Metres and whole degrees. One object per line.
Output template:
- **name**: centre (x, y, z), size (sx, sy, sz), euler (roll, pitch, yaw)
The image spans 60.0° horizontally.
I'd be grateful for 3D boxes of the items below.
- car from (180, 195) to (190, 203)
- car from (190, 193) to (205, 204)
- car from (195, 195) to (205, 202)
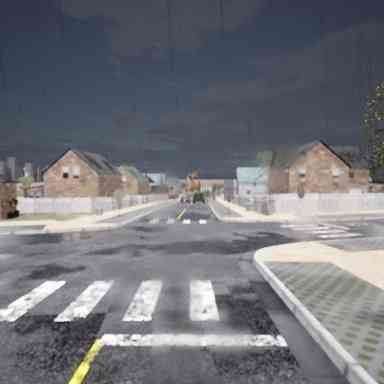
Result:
- **car**: centre (-1.267, 1.413, 66.523), size (2.128, 1.511, 4.902), euler (0, 0, 3)
- **car**: centre (1.307, 1.137, 62.260), size (2.150, 2.045, 5.566), euler (0, 0, 3)
- **car**: centre (1.769, 1.389, 72.672), size (1.895, 1.301, 4.718), euler (0, 0, 3)
